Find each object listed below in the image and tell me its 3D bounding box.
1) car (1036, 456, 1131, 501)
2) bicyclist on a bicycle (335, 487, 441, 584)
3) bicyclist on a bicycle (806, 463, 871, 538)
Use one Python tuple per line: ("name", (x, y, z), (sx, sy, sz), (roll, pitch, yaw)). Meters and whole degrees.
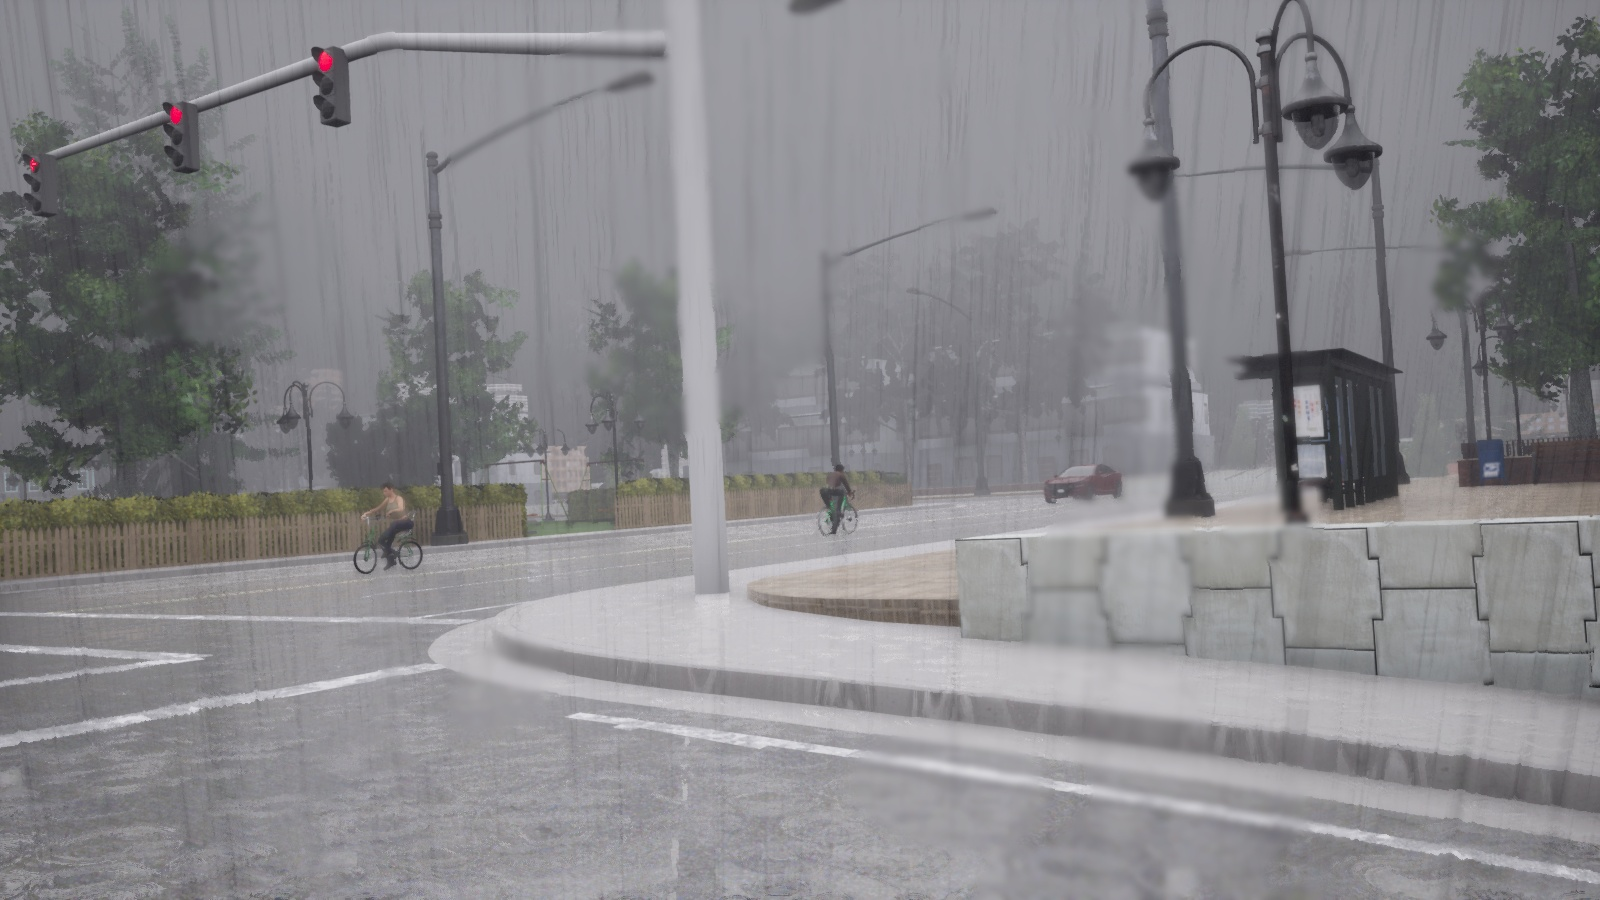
("car", (11.400, 1.104, 50.251), (1.882, 1.535, 5.008), (-6, -3, 34))
("bicyclist on a bicycle", (-7.434, 1.536, 22.723), (0.866, 1.612, 1.509), (-5, -2, 35))
("bicyclist on a bicycle", (0.894, 1.139, 28.723), (0.582, 1.620, 1.656), (-5, -3, 34))
